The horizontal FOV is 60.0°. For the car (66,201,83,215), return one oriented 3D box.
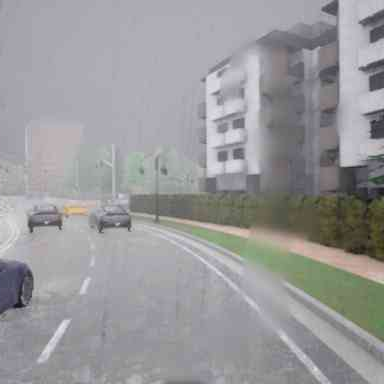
[{"bbox_3d":[-11.247,1.579,31.742,1.882,1.535,5.008,0,0,-28],"label":"car"}]

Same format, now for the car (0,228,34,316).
[{"bbox_3d":[-3.975,1.560,4.921,1.812,1.442,4.674,0,0,-7],"label":"car"}]

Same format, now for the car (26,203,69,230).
[{"bbox_3d":[-9.419,1.575,21.190,2.128,1.511,4.902,0,0,-27],"label":"car"}]

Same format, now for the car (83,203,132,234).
[{"bbox_3d":[-4.995,1.539,20.041,2.128,1.511,4.902,0,0,-25],"label":"car"}]
